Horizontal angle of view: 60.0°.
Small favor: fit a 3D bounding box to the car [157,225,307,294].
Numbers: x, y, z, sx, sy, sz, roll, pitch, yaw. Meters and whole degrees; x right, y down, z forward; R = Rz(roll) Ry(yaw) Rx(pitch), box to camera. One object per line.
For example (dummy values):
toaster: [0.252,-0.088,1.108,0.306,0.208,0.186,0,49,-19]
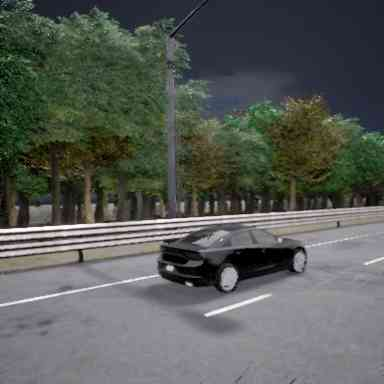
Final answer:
car: [1.364,1.683,9.566,5.008,1.535,1.882,0,-2,-40]
